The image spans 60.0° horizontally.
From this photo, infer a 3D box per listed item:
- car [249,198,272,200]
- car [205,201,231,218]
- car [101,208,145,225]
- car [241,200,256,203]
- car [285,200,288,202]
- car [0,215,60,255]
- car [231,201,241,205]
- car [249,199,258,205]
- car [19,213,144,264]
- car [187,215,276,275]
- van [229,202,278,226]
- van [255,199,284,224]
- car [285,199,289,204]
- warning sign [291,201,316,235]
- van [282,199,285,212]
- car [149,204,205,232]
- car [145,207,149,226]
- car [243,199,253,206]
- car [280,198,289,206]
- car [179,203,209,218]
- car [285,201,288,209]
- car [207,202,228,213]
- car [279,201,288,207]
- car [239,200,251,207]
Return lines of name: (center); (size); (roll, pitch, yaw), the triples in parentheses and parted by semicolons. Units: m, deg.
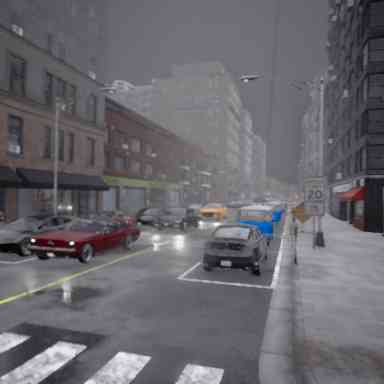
car: (10.232, 1.914, 49.501); (2.150, 2.045, 5.566); (1, 0, 17)
car: (2.119, 1.851, 32.178); (1.882, 1.535, 5.008); (1, -1, 17)
car: (-4.544, 1.699, 18.716); (1.802, 1.307, 4.206); (1, -1, 17)
car: (7.292, 2.066, 39.472); (1.812, 1.442, 4.674); (1, -1, 18)
car: (12.908, 2.265, 49.270); (1.752, 1.417, 4.829); (1, -1, 17)
car: (-6.162, 1.599, 13.270); (1.947, 1.339, 4.313); (1, -1, 17)
car: (6.787, 2.240, 56.840); (1.887, 1.381, 4.507); (1, -1, 17)
car: (16.501, 2.626, 89.519); (1.967, 1.590, 4.097); (1, -1, 17)
car: (-3.766, 1.671, 12.431); (1.895, 1.301, 4.718); (1, -1, 17)
car: (1.529, 1.708, 10.983); (2.008, 1.369, 4.403); (1, -1, 17)
van: (3.152, 1.582, 16.431); (1.690, 1.788, 3.998); (1, -1, 17)
van: (6.389, 1.749, 27.324); (1.690, 1.788, 3.998); (1, -1, 17)
car: (17.716, 2.529, 65.446); (1.887, 1.381, 4.507); (1, -1, 17)
warning sign: (6.300, 1.441, 18.920); (1.300, 1.860, 1.060); (1, -1, 17)
van: (8.008, 1.831, 32.770); (1.690, 1.788, 3.998); (1, -1, 17)
car: (-0.850, 1.726, 22.227); (1.837, 1.490, 4.892); (1, -1, 17)
car: (-2.925, 1.766, 24.163); (1.947, 1.339, 4.313); (1, -1, 17)
car: (13.264, 2.463, 78.626); (1.967, 1.590, 4.097); (1, -1, 17)
car: (24.194, 2.626, 87.233); (2.192, 1.841, 5.009); (1, -1, 17)
car: (0.312, 1.917, 35.055); (2.008, 1.369, 4.403); (1, -1, 17)
car: (11.240, 2.237, 43.660); (1.802, 1.307, 4.206); (1, -1, 17)
car: (3.549, 2.097, 45.947); (1.947, 1.339, 4.313); (1, -1, 17)
car: (20.953, 2.692, 76.338); (1.887, 1.381, 4.507); (1, -1, 17)
car: (11.643, 2.507, 73.179); (1.947, 1.339, 4.313); (1, -1, 17)
